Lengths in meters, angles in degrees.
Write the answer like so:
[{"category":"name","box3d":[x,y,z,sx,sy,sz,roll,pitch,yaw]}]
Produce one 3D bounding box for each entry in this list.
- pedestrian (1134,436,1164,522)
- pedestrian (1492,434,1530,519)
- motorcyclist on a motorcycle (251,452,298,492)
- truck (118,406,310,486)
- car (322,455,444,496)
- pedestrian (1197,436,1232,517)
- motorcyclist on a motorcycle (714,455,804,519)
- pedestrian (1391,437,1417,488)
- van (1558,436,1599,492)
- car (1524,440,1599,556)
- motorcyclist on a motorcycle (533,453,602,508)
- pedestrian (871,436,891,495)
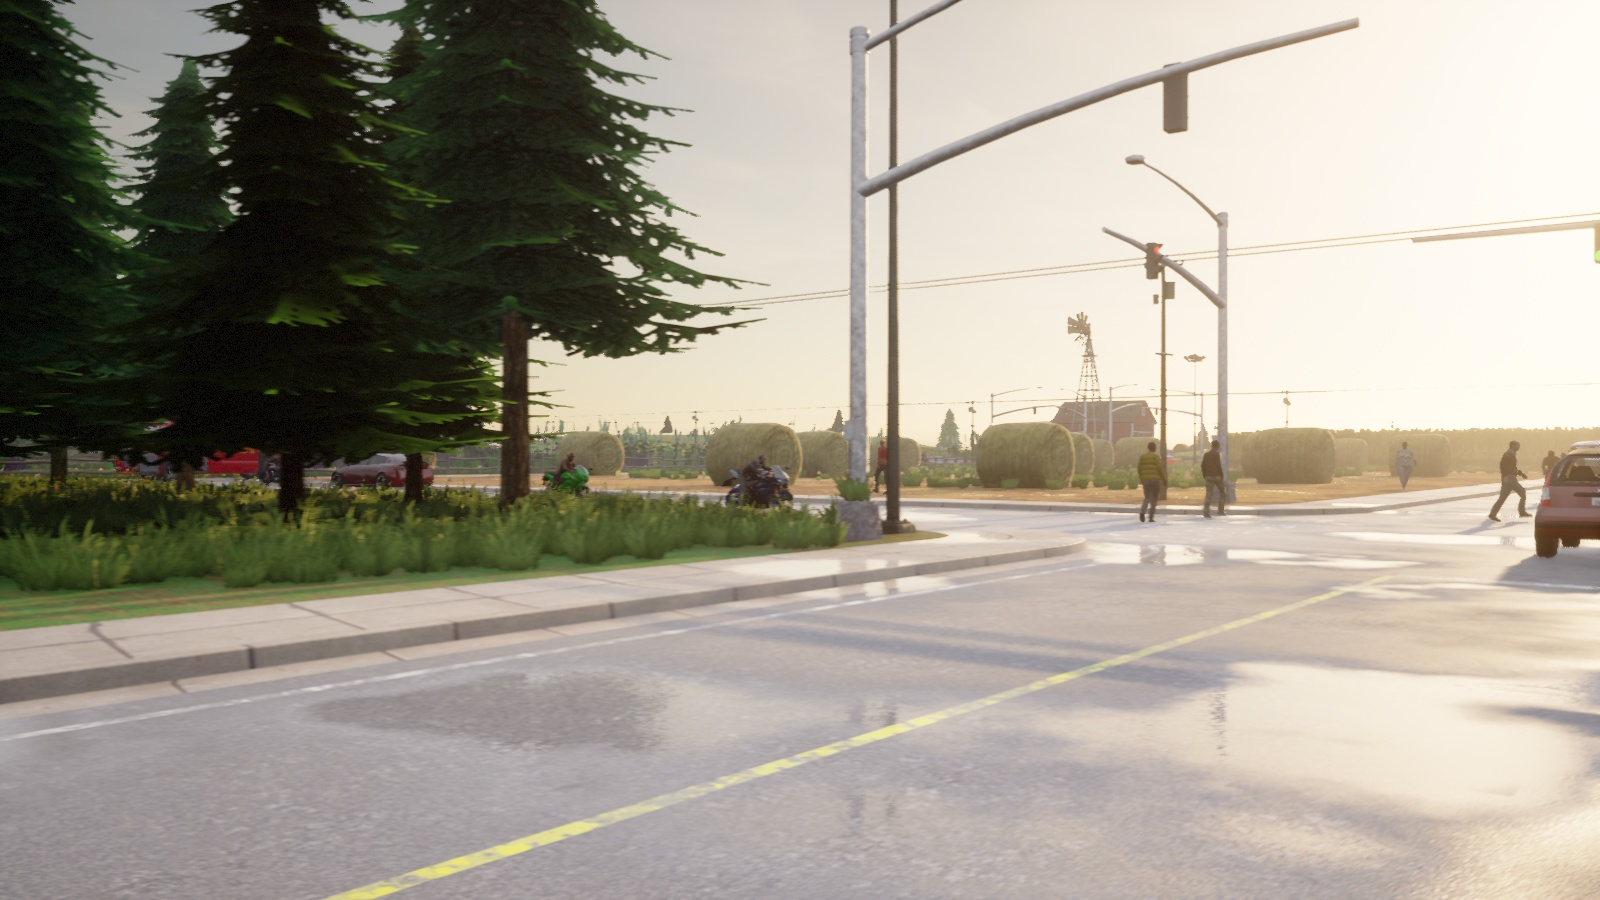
[{"category":"pedestrian","box3d":[7.564,0.615,27.189,0.370,1.835,0.726,0,0,38]},{"category":"pedestrian","box3d":[15.667,0.582,27.664,0.720,1.854,0.376,0,0,32]},{"category":"motorcyclist on a motorcycle","box3d":[-22.091,0.898,52.774,2.350,1.649,0.766,0,0,39]},{"category":"truck","box3d":[-29.986,-0.198,64.578,2.891,3.827,8.468,0,0,42]},{"category":"car","box3d":[-15.885,0.922,47.731,4.792,1.488,2.163,0,0,39]},{"category":"pedestrian","box3d":[9.620,0.608,29.143,0.703,1.840,0.431,0,0,-36]},{"category":"motorcyclist on a motorcycle","box3d":[-1.033,0.885,31.151,2.191,1.530,0.866,0,0,39]},{"category":"pedestrian","box3d":[22.620,0.467,47.046,0.874,1.855,0.900,0,0,26]},{"category":"van","box3d":[30.285,0.521,47.649,2.069,2.038,4.480,0,0,38]},{"category":"car","box3d":[12.463,0.679,19.209,1.851,1.617,3.988,0,0,38]},{"category":"motorcyclist on a motorcycle","box3d":[-6.622,0.855,35.693,2.044,1.523,0.797,0,0,39]},{"category":"pedestrian","box3d":[2.573,0.498,39.848,0.331,1.846,0.636,0,0,-29]}]
